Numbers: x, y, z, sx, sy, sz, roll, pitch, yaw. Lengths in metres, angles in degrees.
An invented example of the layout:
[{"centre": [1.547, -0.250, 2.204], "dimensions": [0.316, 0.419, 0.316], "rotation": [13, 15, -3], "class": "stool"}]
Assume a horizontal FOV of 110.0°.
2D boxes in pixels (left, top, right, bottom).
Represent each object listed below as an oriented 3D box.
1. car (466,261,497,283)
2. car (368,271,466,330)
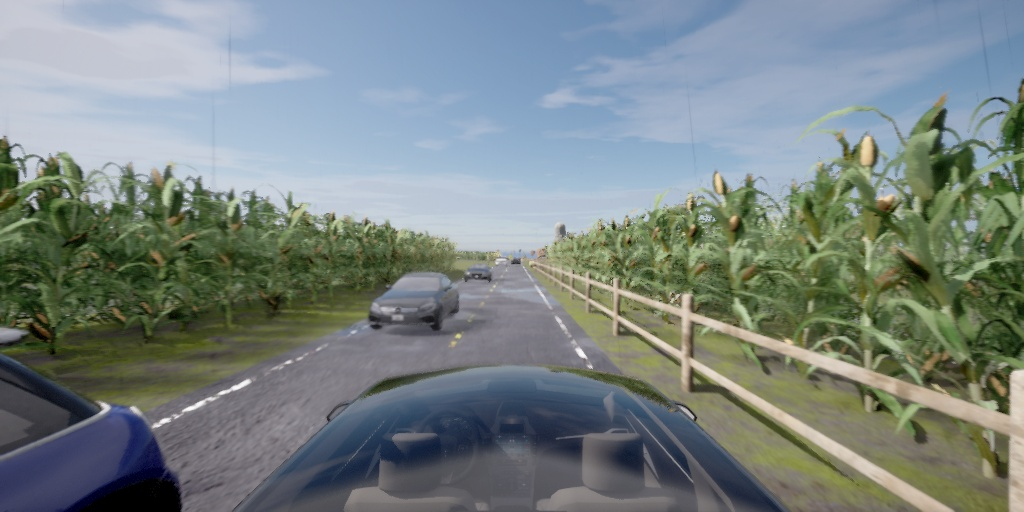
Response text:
[{"centre": [-2.526, 1.293, 28.043], "dimensions": [1.994, 1.385, 4.181], "rotation": [0, 0, 1], "class": "car"}, {"centre": [-2.760, 1.249, 11.100], "dimensions": [1.812, 1.442, 4.674], "rotation": [0, 0, 1], "class": "car"}]
